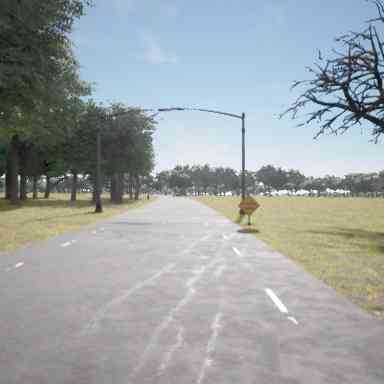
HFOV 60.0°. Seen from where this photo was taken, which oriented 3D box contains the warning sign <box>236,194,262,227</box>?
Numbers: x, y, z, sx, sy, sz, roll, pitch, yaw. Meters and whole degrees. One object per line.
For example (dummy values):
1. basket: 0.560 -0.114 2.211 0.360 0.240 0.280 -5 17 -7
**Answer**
1. warning sign: 3.383 1.100 19.774 1.300 1.860 1.060 -2 -1 -1
